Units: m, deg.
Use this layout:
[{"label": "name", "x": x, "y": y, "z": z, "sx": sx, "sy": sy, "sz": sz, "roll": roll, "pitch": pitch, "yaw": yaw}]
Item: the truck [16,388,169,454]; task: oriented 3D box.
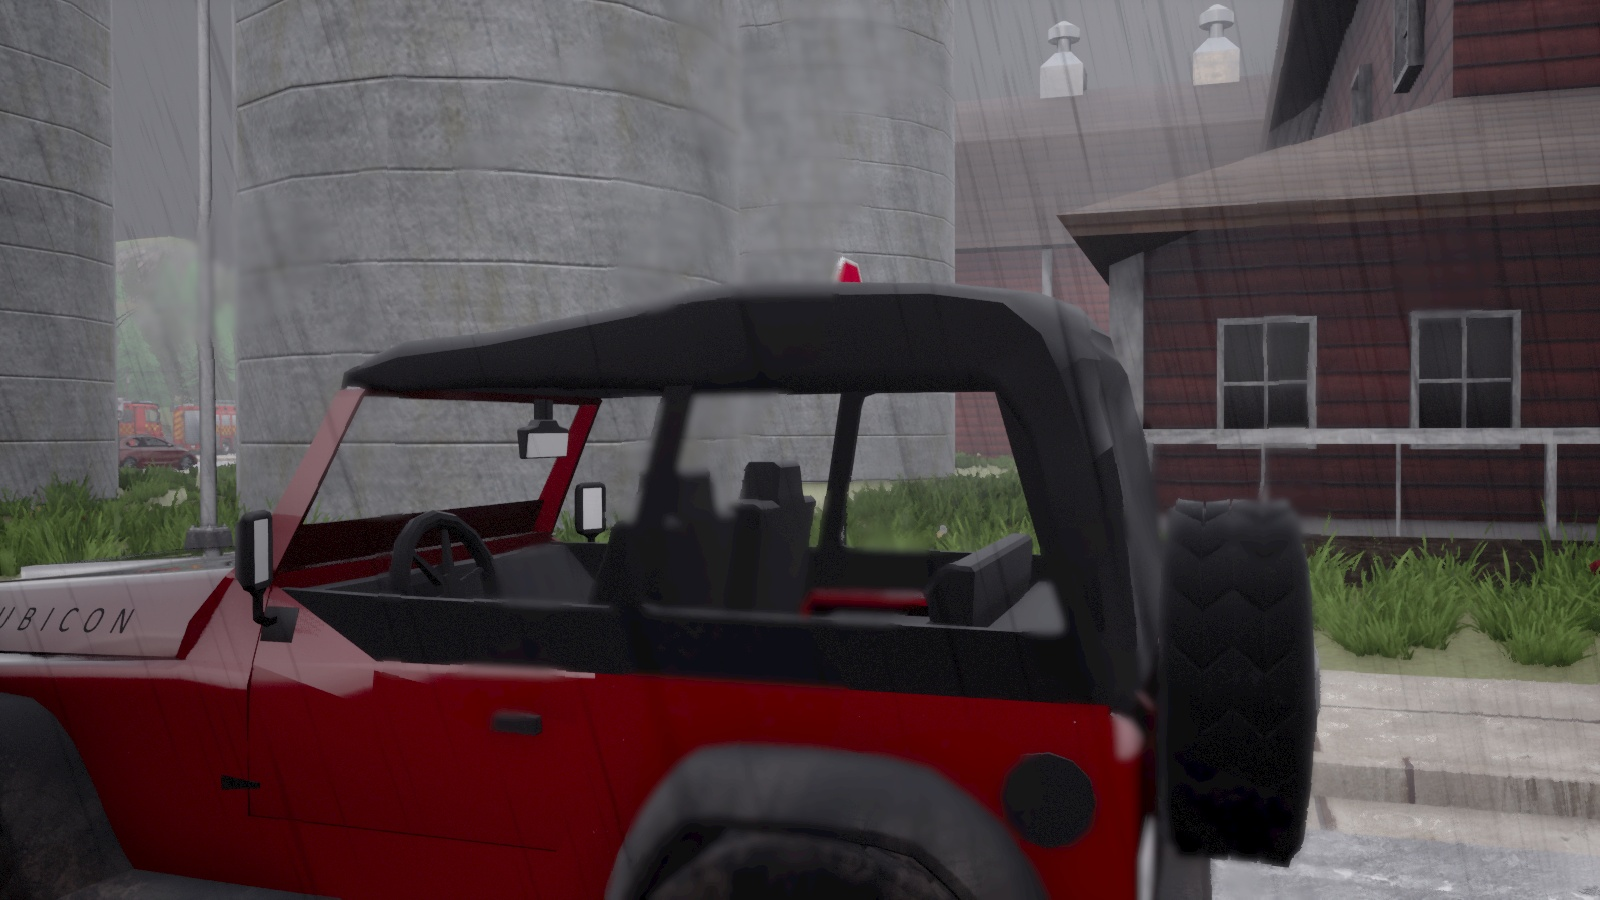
[{"label": "truck", "x": -43.146, "y": -1.732, "z": 76.966, "sx": 2.891, "sy": 3.827, "sz": 8.468, "roll": 1, "pitch": 1, "yaw": 18}]

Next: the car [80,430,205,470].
[{"label": "car", "x": -25.164, "y": -0.027, "z": 48.228, "sx": 1.816, "sy": 1.474, "sz": 4.193, "roll": 1, "pitch": 1, "yaw": 18}]

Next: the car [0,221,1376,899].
[{"label": "car", "x": -0.671, "y": 0.565, "z": 3.415, "sx": 3.866, "sy": 1.878, "sz": 1.905, "roll": 1, "pitch": 1, "yaw": 19}]

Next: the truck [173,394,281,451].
[{"label": "truck", "x": -40.253, "y": -1.908, "z": 88.614, "sx": 2.891, "sy": 3.827, "sz": 8.468, "roll": 0, "pitch": 1, "yaw": 7}]
